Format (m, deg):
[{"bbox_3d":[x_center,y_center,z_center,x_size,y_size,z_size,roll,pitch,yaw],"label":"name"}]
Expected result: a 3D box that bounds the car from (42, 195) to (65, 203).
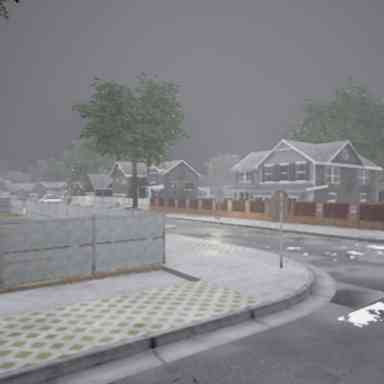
[{"bbox_3d":[-19.378,1.403,46.324,2.150,2.045,5.566,1,0,-36],"label":"car"}]
